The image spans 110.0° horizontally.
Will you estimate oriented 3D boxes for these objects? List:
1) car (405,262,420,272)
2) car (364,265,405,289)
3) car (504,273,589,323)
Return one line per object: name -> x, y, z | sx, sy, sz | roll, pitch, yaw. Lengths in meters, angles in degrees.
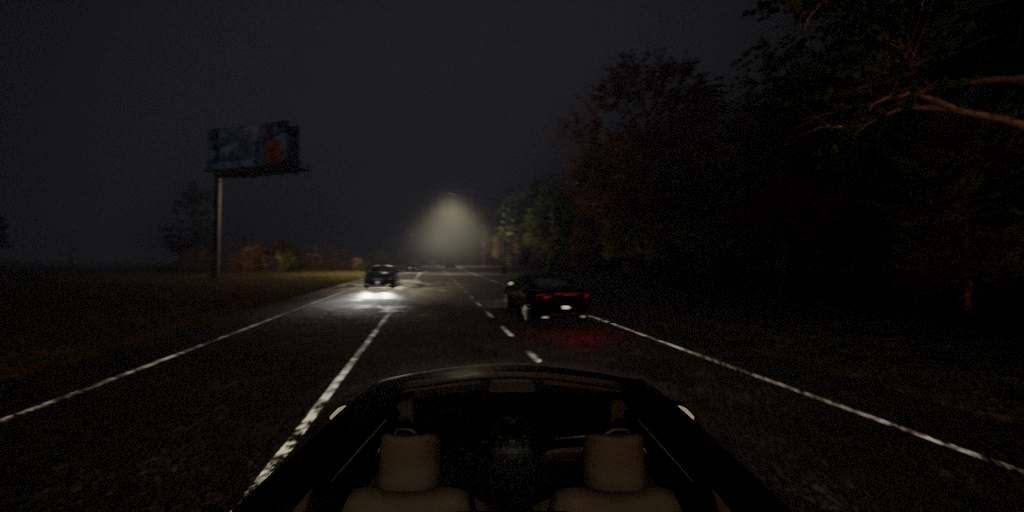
car -> -14.587, 1.598, 52.536 | 1.837, 1.490, 4.892 | 0, 0, -8
car -> -8.759, 1.362, 24.356 | 2.128, 1.511, 4.902 | 1, -1, -13
car -> 1.016, 1.351, 12.779 | 1.882, 1.535, 5.008 | 1, -1, -13
